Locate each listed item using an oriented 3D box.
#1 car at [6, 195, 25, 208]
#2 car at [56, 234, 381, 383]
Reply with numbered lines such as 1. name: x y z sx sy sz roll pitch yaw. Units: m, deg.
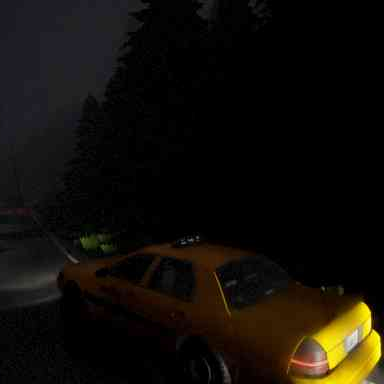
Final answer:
1. car: -21.196 1.060 40.012 2.128 1.511 4.902 -2 2 -27
2. car: -0.254 1.418 5.070 5.366 1.575 1.801 1 1 44
